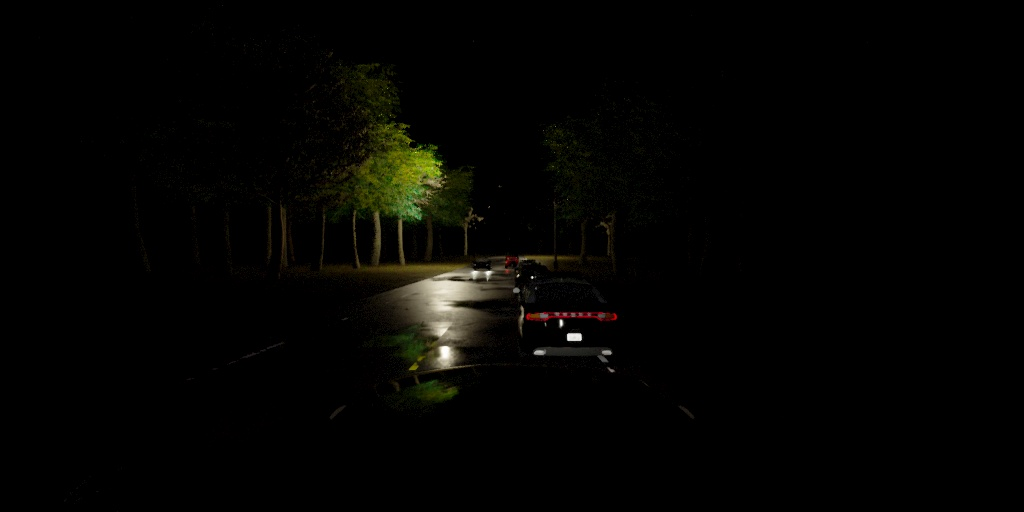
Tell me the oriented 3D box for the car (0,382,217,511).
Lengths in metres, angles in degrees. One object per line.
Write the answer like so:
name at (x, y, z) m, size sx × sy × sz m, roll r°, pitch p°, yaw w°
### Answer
car at (-3.597, 1.351, 0.969) m, size 1.895 × 1.301 × 4.718 m, roll 0°, pitch 0°, yaw 0°

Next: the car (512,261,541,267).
car at (1.061, 1.197, 18.534) m, size 1.837 × 1.490 × 4.892 m, roll 0°, pitch 0°, yaw 0°

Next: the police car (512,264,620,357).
police car at (1.056, 1.165, 8.645) m, size 1.930 × 1.638 × 5.238 m, roll 0°, pitch 0°, yaw 0°

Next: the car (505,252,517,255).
car at (0.034, 0.283, 60.139) m, size 2.150 × 2.045 × 5.566 m, roll 0°, pitch 2°, yaw 0°

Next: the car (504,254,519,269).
car at (0.059, 0.894, 47.254) m, size 1.812 × 1.442 × 4.674 m, roll 0°, pitch 1°, yaw 1°

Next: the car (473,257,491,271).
car at (-3.573, 0.915, 43.189) m, size 1.882 × 1.535 × 5.008 m, roll 0°, pitch 1°, yaw 0°

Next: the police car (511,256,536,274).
police car at (1.065, 1.066, 24.645) m, size 1.930 × 1.638 × 5.238 m, roll 0°, pitch 0°, yaw 0°
